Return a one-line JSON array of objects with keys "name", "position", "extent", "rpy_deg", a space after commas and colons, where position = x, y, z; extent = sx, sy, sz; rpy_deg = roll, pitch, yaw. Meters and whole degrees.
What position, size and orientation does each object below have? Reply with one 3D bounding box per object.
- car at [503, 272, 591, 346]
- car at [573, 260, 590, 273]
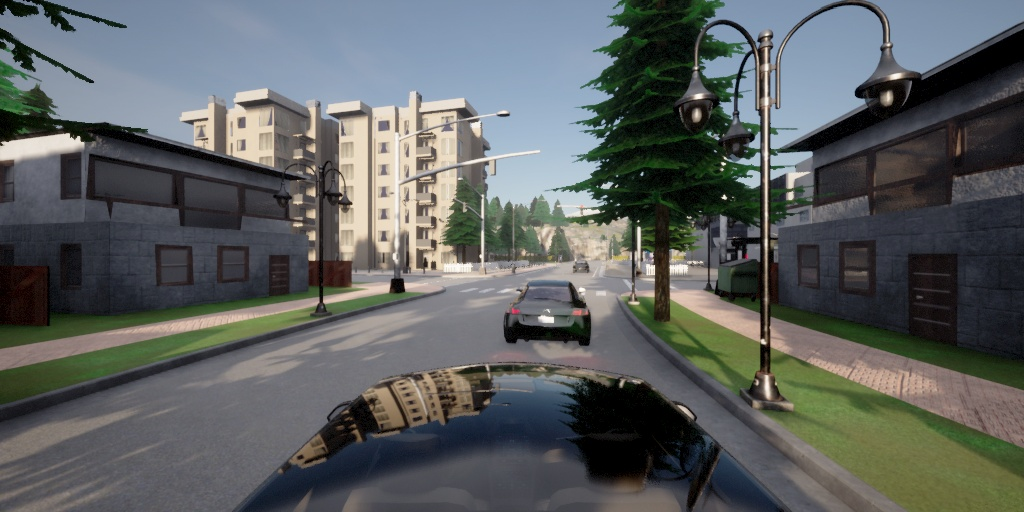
[{"name": "car", "position": [1.012, 1.314, 9.535], "extent": [1.994, 1.385, 4.181], "rpy_deg": [0, 0, 9]}, {"name": "car", "position": [8.558, 1.276, 44.096], "extent": [2.128, 1.511, 4.902], "rpy_deg": [0, 0, 14]}]
